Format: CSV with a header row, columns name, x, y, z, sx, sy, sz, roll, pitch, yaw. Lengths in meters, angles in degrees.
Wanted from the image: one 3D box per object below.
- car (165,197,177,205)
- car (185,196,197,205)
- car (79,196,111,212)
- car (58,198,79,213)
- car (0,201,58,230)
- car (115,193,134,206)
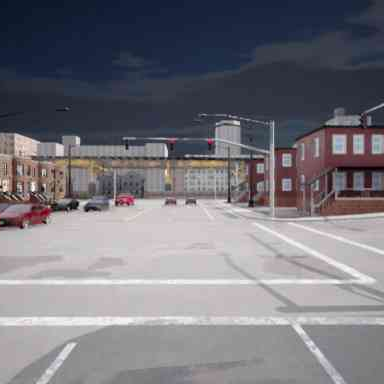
name,x,y,z,sx,sy,sz,roll,pitch,yaw
car,-3.565,1.501,56.764,1.812,1.442,4.674,0,0,0
car,-0.170,1.500,58.582,1.812,1.442,4.674,0,0,0
car,-10.705,1.531,37.903,2.033,1.411,5.357,0,0,0
car,-14.204,1.461,37.575,1.882,1.535,5.008,0,0,0
car,-10.661,1.468,21.109,1.882,1.535,5.008,0,0,0
car,-10.734,1.197,53.306,2.150,2.045,5.566,0,0,0
